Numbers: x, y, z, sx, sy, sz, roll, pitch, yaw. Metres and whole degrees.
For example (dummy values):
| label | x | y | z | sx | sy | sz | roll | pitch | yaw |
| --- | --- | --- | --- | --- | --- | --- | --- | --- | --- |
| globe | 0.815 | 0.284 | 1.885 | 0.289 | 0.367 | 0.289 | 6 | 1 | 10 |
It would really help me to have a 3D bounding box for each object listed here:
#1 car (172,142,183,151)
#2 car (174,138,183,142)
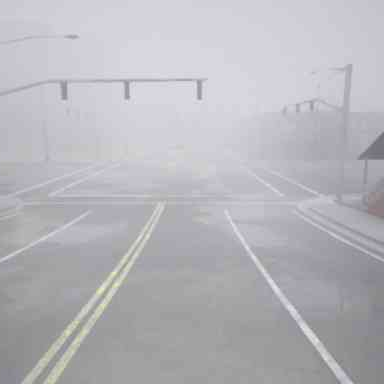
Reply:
| label | x | y | z | sx | sy | sz | roll | pitch | yaw |
| --- | --- | --- | --- | --- | --- | --- | --- | --- | --- |
| car | -3.496 | -9.811 | 73.506 | 1.895 | 1.301 | 4.718 | 0 | 10 | 0 |
| car | -3.496 | -13.352 | 88.688 | 2.150 | 2.045 | 5.566 | 0 | 10 | 0 |
